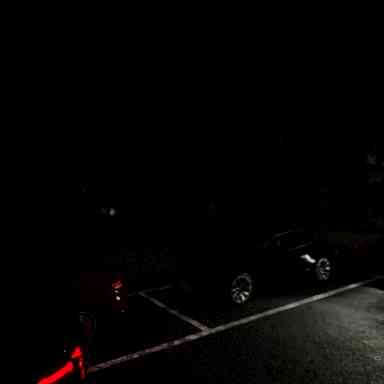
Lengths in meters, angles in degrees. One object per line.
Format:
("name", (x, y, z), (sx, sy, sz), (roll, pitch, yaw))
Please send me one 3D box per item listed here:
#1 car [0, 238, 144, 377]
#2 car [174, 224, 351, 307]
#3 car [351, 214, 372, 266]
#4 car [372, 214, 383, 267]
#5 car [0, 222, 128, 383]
("car", (-2.981, 1.581, 4.639), (4.206, 1.307, 1.802), (0, 0, -35))
("car", (1.635, 1.527, 7.929), (4.313, 1.339, 1.947), (0, 0, -35))
("car", (6.112, 1.449, 11.118), (4.829, 1.417, 1.752), (0, 0, -35))
("car", (6.660, 1.285, 8.078), (4.553, 1.767, 2.097), (0, 0, -35))
("car", (-3.179, 1.235, 1.109), (5.566, 2.045, 2.150), (-1, 0, -35))
